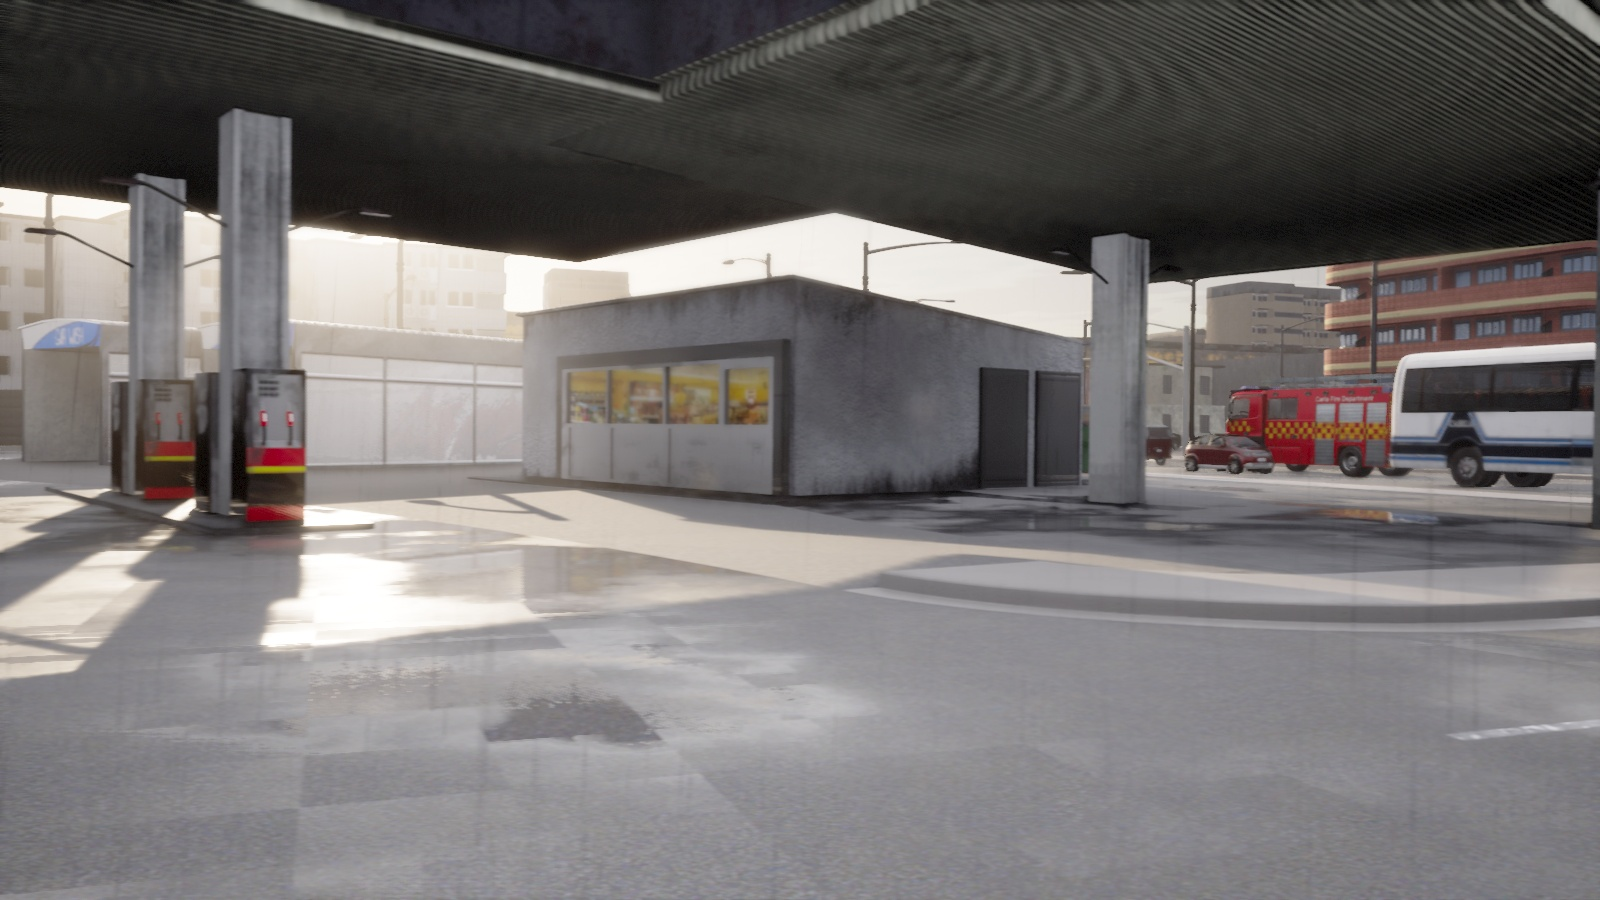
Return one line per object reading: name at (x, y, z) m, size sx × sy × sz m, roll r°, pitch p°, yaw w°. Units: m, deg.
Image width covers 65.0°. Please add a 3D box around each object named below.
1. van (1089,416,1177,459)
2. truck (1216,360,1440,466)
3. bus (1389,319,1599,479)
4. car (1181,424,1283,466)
van at (16.193, -0.622, 61.328) m, size 1.775 × 1.987 × 4.442 m, roll -1°, pitch 1°, yaw -24°
truck at (20.715, -1.404, 49.968) m, size 2.891 × 3.827 × 8.468 m, roll -1°, pitch 1°, yaw -25°
bus at (22.444, -1.405, 35.845) m, size 3.944 × 4.253 × 10.273 m, roll -1°, pitch 1°, yaw -22°
car at (16.995, -0.214, 49.569) m, size 1.789 × 1.549 × 3.705 m, roll -1°, pitch 1°, yaw -22°
